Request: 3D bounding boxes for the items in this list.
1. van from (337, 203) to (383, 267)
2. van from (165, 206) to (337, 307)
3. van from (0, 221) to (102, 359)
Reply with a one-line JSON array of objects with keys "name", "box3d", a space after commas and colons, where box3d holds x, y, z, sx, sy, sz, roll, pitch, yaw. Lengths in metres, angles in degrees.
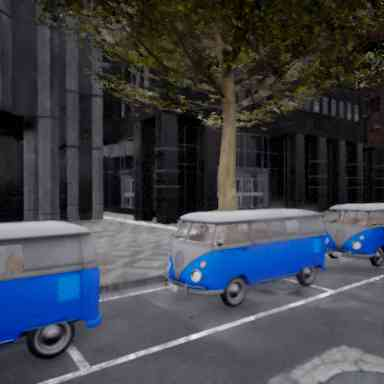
[{"name": "van", "box3d": [5.923, 1.265, 10.870, 3.998, 1.788, 1.690, 0, 0, -35]}, {"name": "van", "box3d": [1.348, 1.304, 7.608, 3.998, 1.788, 1.690, 0, 0, -35]}, {"name": "van", "box3d": [-3.226, 1.343, 4.346, 3.998, 1.788, 1.690, 0, 0, -35]}]
